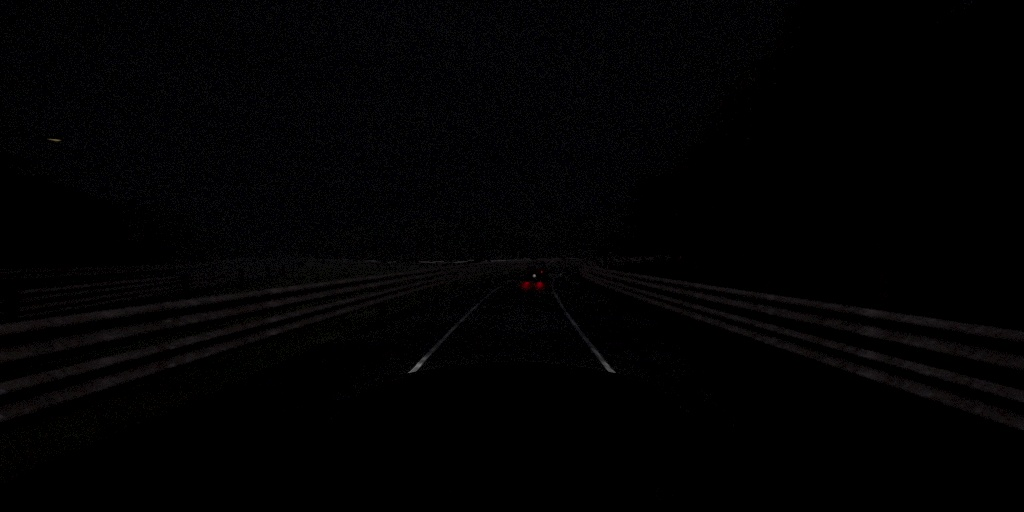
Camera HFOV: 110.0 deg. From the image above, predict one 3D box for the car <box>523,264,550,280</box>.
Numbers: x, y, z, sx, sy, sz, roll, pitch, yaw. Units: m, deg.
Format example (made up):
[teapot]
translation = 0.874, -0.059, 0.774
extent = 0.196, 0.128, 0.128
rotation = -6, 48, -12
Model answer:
[car]
translation = 2.278, 1.365, 32.119
extent = 1.895, 1.301, 4.718
rotation = 0, 0, 11
